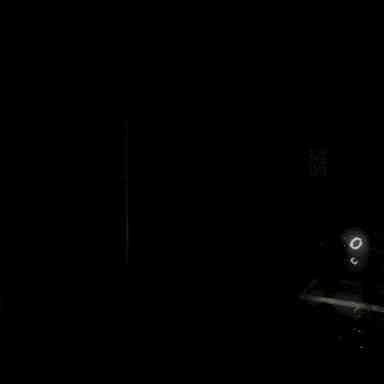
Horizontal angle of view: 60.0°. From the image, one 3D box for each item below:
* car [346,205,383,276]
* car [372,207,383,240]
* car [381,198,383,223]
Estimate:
[{"bbox_3d":[6.032,1.359,10.019,2.097,1.767,4.553,-1,0,32],"label":"car"},{"bbox_3d":[10.647,1.575,17.328,1.994,1.385,4.181,-1,0,32],"label":"car"},{"bbox_3d":[15.975,1.368,25.759,2.097,1.767,4.553,-1,0,32],"label":"car"}]
